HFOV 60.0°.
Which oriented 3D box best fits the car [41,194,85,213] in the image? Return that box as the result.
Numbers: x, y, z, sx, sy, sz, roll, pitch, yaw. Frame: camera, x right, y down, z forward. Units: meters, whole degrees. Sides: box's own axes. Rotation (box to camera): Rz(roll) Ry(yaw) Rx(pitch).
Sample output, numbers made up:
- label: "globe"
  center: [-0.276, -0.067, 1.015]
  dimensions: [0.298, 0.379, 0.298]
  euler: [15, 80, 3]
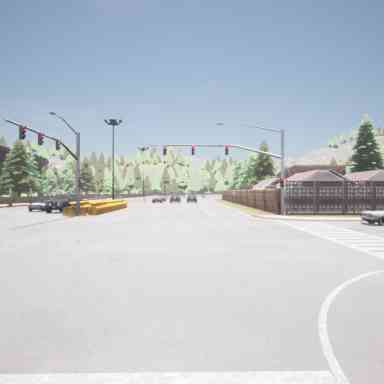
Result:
- label: "car"
  center: [-14.154, 1.219, 36.809]
  dimensions: [2.150, 2.045, 5.566]
  euler: [0, 0, 0]

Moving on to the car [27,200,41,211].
- label: "car"
  center: [-17.668, 1.599, 39.644]
  dimensions: [1.895, 1.301, 4.718]
  euler: [0, 0, 0]

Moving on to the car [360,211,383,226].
- label: "car"
  center: [14.078, 1.592, 22.506]
  dimensions: [4.718, 1.301, 1.895]
  euler: [0, 0, 2]

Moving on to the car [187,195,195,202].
- label: "car"
  center: [-0.137, 1.485, 79.801]
  dimensions: [1.837, 1.490, 4.892]
  euler: [0, 0, 0]

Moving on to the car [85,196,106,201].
- label: "car"
  center: [-14.179, 1.521, 47.248]
  dimensions: [1.812, 1.442, 4.674]
  euler: [0, 0, 0]

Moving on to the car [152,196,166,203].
- label: "car"
  center: [-7.018, 1.590, 67.932]
  dimensions: [1.895, 1.301, 4.718]
  euler: [0, 0, 0]

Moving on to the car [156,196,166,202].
- label: "car"
  center: [-7.134, 1.583, 77.925]
  dimensions: [1.895, 1.301, 4.718]
  euler: [0, 0, 0]

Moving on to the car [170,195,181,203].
- label: "car"
  center: [-3.532, 1.340, 69.949]
  dimensions: [2.097, 1.767, 4.553]
  euler: [0, 0, 0]

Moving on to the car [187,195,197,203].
- label: "car"
  center: [-0.020, 1.339, 69.681]
  dimensions: [2.097, 1.767, 4.553]
  euler: [0, 0, 0]

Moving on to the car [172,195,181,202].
- label: "car"
  center: [-3.637, 1.464, 79.896]
  dimensions: [1.882, 1.535, 5.008]
  euler: [0, 0, 0]

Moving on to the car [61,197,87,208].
- label: "car"
  center: [-17.683, 1.544, 50.302]
  dimensions: [2.033, 1.411, 5.357]
  euler: [0, 0, 0]
